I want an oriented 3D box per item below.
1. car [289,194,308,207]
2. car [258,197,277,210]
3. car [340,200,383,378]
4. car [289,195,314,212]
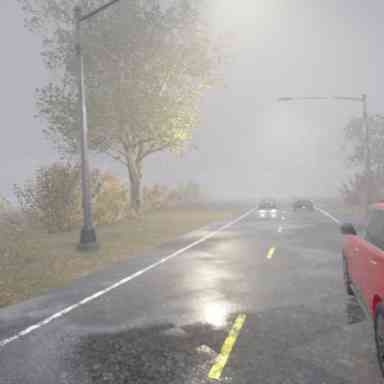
[{"bbox_3d":[13.767,1.104,43.441,2.033,1.411,5.357,-3,0,15],"label":"car"},{"bbox_3d":[8.870,1.331,38.946,1.994,1.385,4.181,-3,0,15],"label":"car"},{"bbox_3d":[3.631,1.086,4.931,2.150,2.045,5.566,-3,0,18],"label":"car"},{"bbox_3d":[11.041,1.149,33.274,1.837,1.490,4.892,-3,0,16],"label":"car"}]
